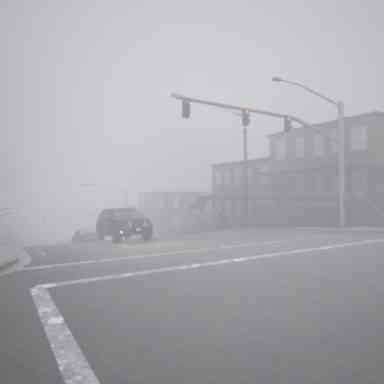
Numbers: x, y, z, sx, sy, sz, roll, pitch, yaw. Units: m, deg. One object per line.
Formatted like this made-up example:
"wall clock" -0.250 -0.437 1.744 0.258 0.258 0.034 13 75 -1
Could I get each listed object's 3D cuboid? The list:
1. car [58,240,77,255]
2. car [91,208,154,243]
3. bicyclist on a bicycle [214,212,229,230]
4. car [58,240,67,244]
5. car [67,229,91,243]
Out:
"car" -21.231 9.358 56.558 2.150 2.045 5.566 0 -6 -31
"car" -4.370 2.001 20.828 2.150 2.045 5.566 0 -6 -31
"bicyclist on a bicycle" 2.690 2.688 30.416 1.656 1.620 0.582 0 -8 -30
"car" -14.453 6.270 37.976 1.812 1.442 4.674 0 -13 -30
"car" -9.405 4.002 29.382 1.812 1.442 4.674 0 -13 -30
